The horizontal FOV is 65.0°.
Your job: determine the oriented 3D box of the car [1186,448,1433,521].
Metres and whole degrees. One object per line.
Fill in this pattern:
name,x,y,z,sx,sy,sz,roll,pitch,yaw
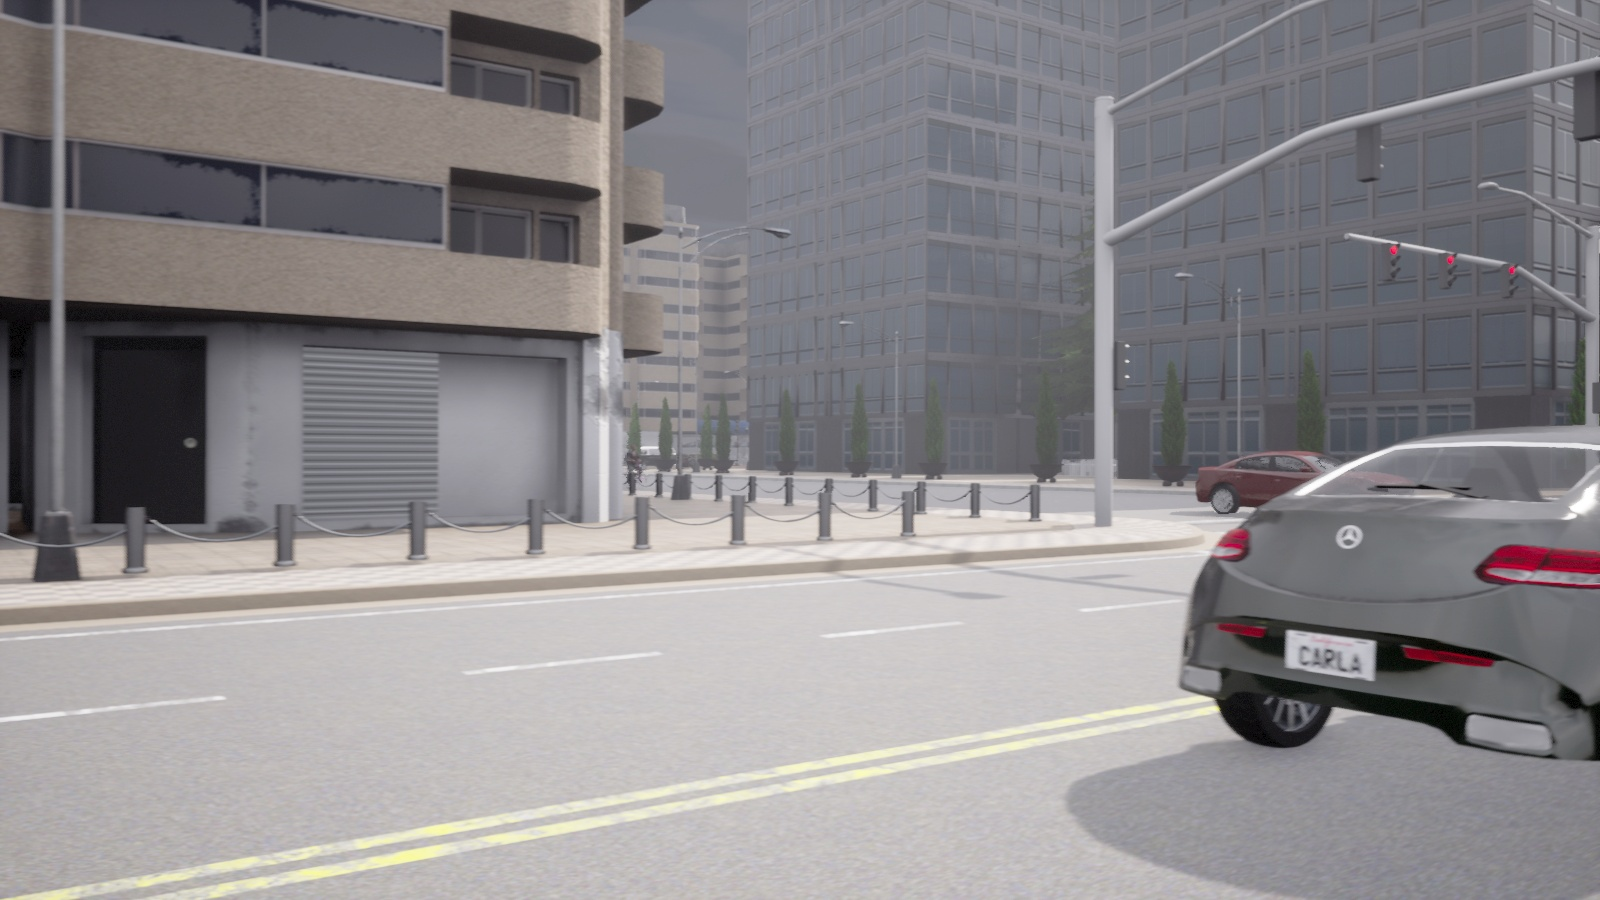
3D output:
car,11.557,0.719,28.851,1.882,1.535,5.008,0,0,-37

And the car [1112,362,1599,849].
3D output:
car,4.170,0.531,6.562,5.027,1.651,2.152,0,0,-35
